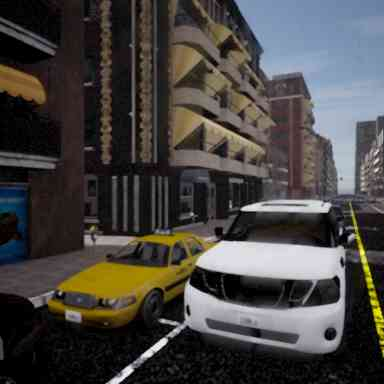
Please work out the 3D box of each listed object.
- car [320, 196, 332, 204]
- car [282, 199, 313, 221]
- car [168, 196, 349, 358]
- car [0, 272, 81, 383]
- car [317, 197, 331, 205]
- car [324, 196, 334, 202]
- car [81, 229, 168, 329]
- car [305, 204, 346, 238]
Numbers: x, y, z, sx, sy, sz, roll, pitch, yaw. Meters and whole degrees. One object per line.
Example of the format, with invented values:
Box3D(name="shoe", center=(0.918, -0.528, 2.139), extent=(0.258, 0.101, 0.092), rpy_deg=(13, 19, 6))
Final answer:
Box3D(name="car", center=(25.624, 1.528, 63.570), extent=(2.008, 1.369, 4.403), rpy_deg=(0, 0, 25))
Box3D(name="car", center=(8.890, 1.425, 27.745), extent=(1.967, 1.590, 4.097), rpy_deg=(0, 0, 25))
Box3D(name="car", center=(1.864, 1.217, 6.583), extent=(2.150, 2.045, 5.566), rpy_deg=(0, 0, 25))
Box3D(name="car", center=(-3.062, 1.568, 2.157), extent=(1.947, 1.339, 4.313), rpy_deg=(0, 0, 25))
Box3D(name="car", center=(23.233, 1.528, 58.453), extent=(2.008, 1.369, 4.403), rpy_deg=(0, 0, 25))
Box3D(name="car", center=(31.046, 1.561, 75.294), extent=(1.802, 1.307, 4.206), rpy_deg=(0, 0, 25))
Box3D(name="car", center=(-0.743, 1.523, 7.121), extent=(1.752, 1.417, 4.829), rpy_deg=(0, 0, 25))
Box3D(name="car", center=(7.606, 1.493, 18.623), extent=(1.837, 1.490, 4.892), rpy_deg=(0, 0, 25))
